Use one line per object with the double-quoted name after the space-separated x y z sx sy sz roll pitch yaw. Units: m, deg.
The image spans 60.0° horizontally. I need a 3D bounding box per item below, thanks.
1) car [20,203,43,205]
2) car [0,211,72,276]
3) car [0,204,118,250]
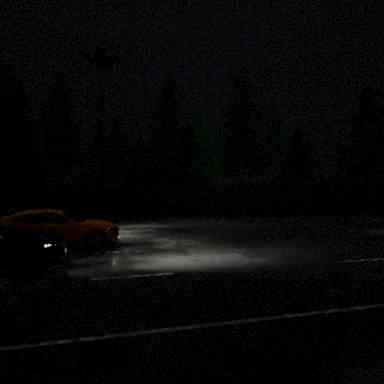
-6.802 1.447 16.207 4.674 1.442 1.812 0 0 -15 "car"
-6.086 1.454 9.135 4.902 1.511 2.128 0 0 -15 "car"
-5.429 1.415 12.937 5.008 1.535 1.882 0 0 -15 "car"
